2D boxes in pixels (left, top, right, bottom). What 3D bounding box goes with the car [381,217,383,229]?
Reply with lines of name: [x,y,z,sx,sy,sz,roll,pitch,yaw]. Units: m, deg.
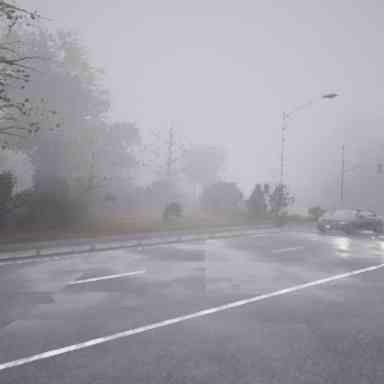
car: [11.711,1.630,16.575,4.892,1.490,1.837,2,-1,-35]

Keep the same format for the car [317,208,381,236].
car: [9.132,1.634,19.041,4.674,1.442,1.812,2,-1,-35]

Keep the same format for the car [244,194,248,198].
car: [10.416,1.542,66.183,2.150,2.045,5.566,3,2,-11]
